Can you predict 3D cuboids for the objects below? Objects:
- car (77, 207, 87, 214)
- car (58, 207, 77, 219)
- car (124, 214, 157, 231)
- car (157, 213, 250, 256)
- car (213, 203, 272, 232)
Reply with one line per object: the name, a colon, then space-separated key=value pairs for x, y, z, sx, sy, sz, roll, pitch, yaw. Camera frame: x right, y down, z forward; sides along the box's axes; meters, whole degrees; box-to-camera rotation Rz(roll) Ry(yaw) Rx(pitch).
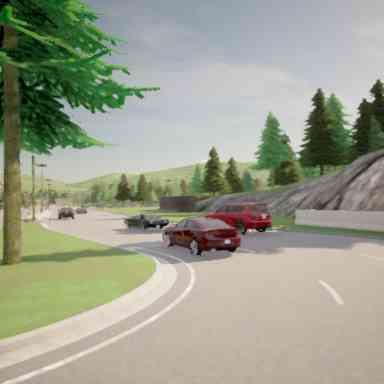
car: x=-22.481 y=3.824 z=67.681 sx=1.994 sy=1.385 sz=4.181 roll=0 pitch=-2 yaw=-22
car: x=-18.666 y=3.054 z=49.354 sx=2.097 sy=1.767 sz=4.553 roll=0 pitch=-1 yaw=-22
car: x=-3.869 y=2.425 z=27.462 sx=1.895 sy=1.301 sz=4.718 roll=0 pitch=-2 yaw=-35
car: x=0.278 y=1.896 z=15.348 sx=1.882 sy=1.535 sz=5.008 roll=1 pitch=-2 yaw=-27
car: x=3.121 y=1.806 z=23.608 sx=2.150 sy=2.045 sz=5.566 roll=0 pitch=-2 yaw=-35
